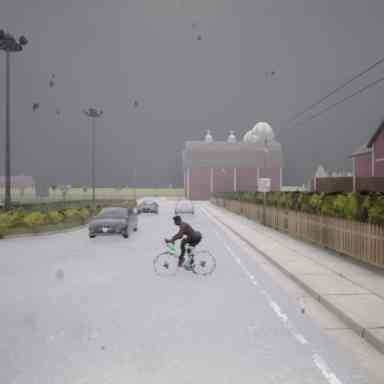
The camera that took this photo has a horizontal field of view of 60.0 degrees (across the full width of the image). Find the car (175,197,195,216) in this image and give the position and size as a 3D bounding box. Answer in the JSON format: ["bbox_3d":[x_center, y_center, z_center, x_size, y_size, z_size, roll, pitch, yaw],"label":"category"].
[{"bbox_3d":[-0.722,1.521,32.796,1.812,1.442,4.674,0,0,-1],"label":"car"}]

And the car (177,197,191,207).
[{"bbox_3d":[-1.218,1.484,50.877,2.128,1.511,4.902,0,0,-1],"label":"car"}]

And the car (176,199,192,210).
[{"bbox_3d":[-1.024,1.595,43.017,1.895,1.301,4.718,0,0,-1],"label":"car"}]

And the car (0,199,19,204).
[{"bbox_3d":[-21.833,1.543,38.297,2.033,1.411,5.357,0,0,-1],"label":"car"}]

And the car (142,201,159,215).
[{"bbox_3d":[-4.352,1.559,33.309,1.994,1.385,4.181,0,0,-1],"label":"car"}]

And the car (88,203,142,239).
[{"bbox_3d":[-3.994,1.502,17.489,1.837,1.490,4.892,0,0,-1],"label":"car"}]

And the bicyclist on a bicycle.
[{"bbox_3d":[-0.209,1.445,8.796,1.656,1.620,0.582,-2,0,-1],"label":"bicyclist on a bicycle"}]
